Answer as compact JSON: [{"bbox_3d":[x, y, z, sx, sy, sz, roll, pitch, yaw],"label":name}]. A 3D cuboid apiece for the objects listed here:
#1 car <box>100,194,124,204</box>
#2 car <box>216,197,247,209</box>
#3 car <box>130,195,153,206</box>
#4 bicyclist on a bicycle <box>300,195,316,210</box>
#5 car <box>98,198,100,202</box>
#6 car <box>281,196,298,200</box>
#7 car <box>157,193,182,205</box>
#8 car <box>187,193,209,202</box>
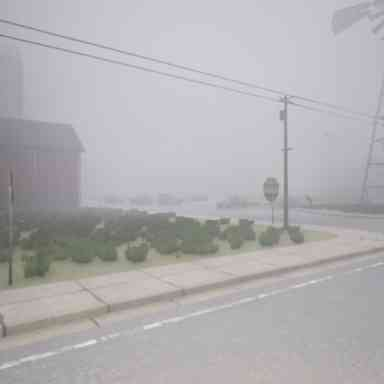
[{"bbox_3d":[-13.768,1.346,58.712,2.128,1.511,4.902,0,0,-37],"label":"car"},{"bbox_3d":[4.945,1.329,41.132,4.193,1.474,1.816,0,0,-36],"label":"car"},{"bbox_3d":[-7.769,1.205,50.699,2.097,1.767,4.553,0,0,-36],"label":"car"},{"bbox_3d":[12.385,1.106,35.528,1.656,1.620,0.582,-1,0,-2],"label":"bicyclist on a bicycle"},{"bbox_3d":[-17.779,1.309,71.205,4.611,1.667,2.242,0,0,-36],"label":"car"},{"bbox_3d":[14.620,1.262,49.695,3.905,1.438,1.784,0,0,-36],"label":"car"},{"bbox_3d":[-3.480,1.140,51.674,3.866,1.878,1.905,0,0,-36],"label":"car"},{"bbox_3d":[1.194,1.054,67.726,4.605,1.855,1.932,0,0,-36],"label":"car"}]
